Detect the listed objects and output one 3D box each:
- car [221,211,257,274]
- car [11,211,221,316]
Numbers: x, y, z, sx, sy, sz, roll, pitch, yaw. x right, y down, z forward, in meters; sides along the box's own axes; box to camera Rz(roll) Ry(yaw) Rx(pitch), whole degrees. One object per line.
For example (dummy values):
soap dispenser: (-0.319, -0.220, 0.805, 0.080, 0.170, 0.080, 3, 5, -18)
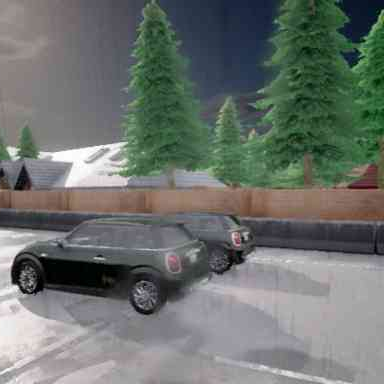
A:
car: (-0.316, 1.382, 10.752, 4.553, 1.767, 2.097, 0, 0, 24)
car: (-1.896, 1.375, 7.635, 4.553, 1.767, 2.097, 0, 0, 24)
